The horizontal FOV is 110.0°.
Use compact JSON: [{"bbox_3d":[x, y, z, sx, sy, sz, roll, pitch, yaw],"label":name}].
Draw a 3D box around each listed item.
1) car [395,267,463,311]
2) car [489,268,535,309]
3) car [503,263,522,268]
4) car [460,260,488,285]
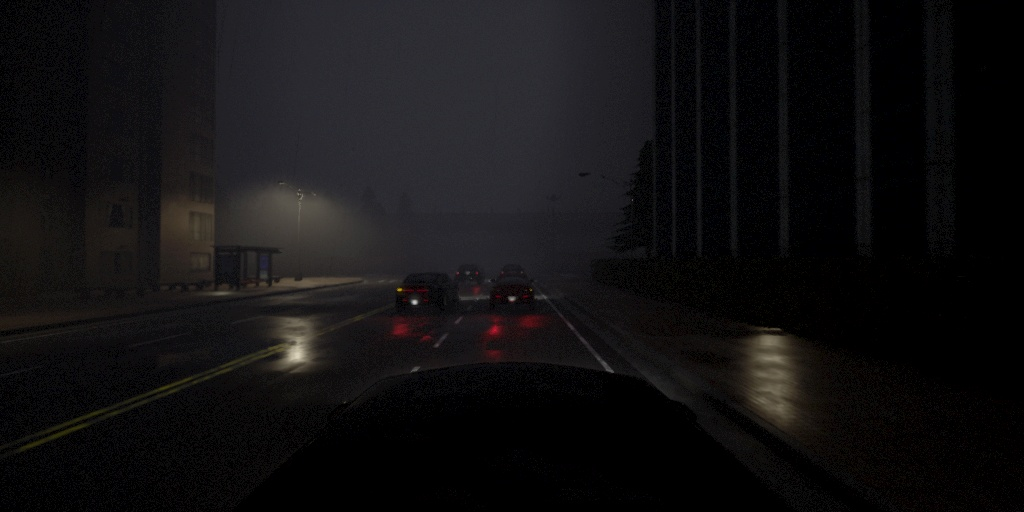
[{"bbox_3d":[-3.477,1.413,15.327,1.837,1.490,4.892,0,0,0],"label":"car"},{"bbox_3d":[0.028,1.436,15.718,1.812,1.442,4.674,0,0,1],"label":"car"},{"bbox_3d":[0.072,1.427,30.247,2.097,1.767,4.553,0,-1,1],"label":"car"},{"bbox_3d":[-3.477,1.427,30.250,2.097,1.767,4.553,0,-1,0],"label":"car"}]
